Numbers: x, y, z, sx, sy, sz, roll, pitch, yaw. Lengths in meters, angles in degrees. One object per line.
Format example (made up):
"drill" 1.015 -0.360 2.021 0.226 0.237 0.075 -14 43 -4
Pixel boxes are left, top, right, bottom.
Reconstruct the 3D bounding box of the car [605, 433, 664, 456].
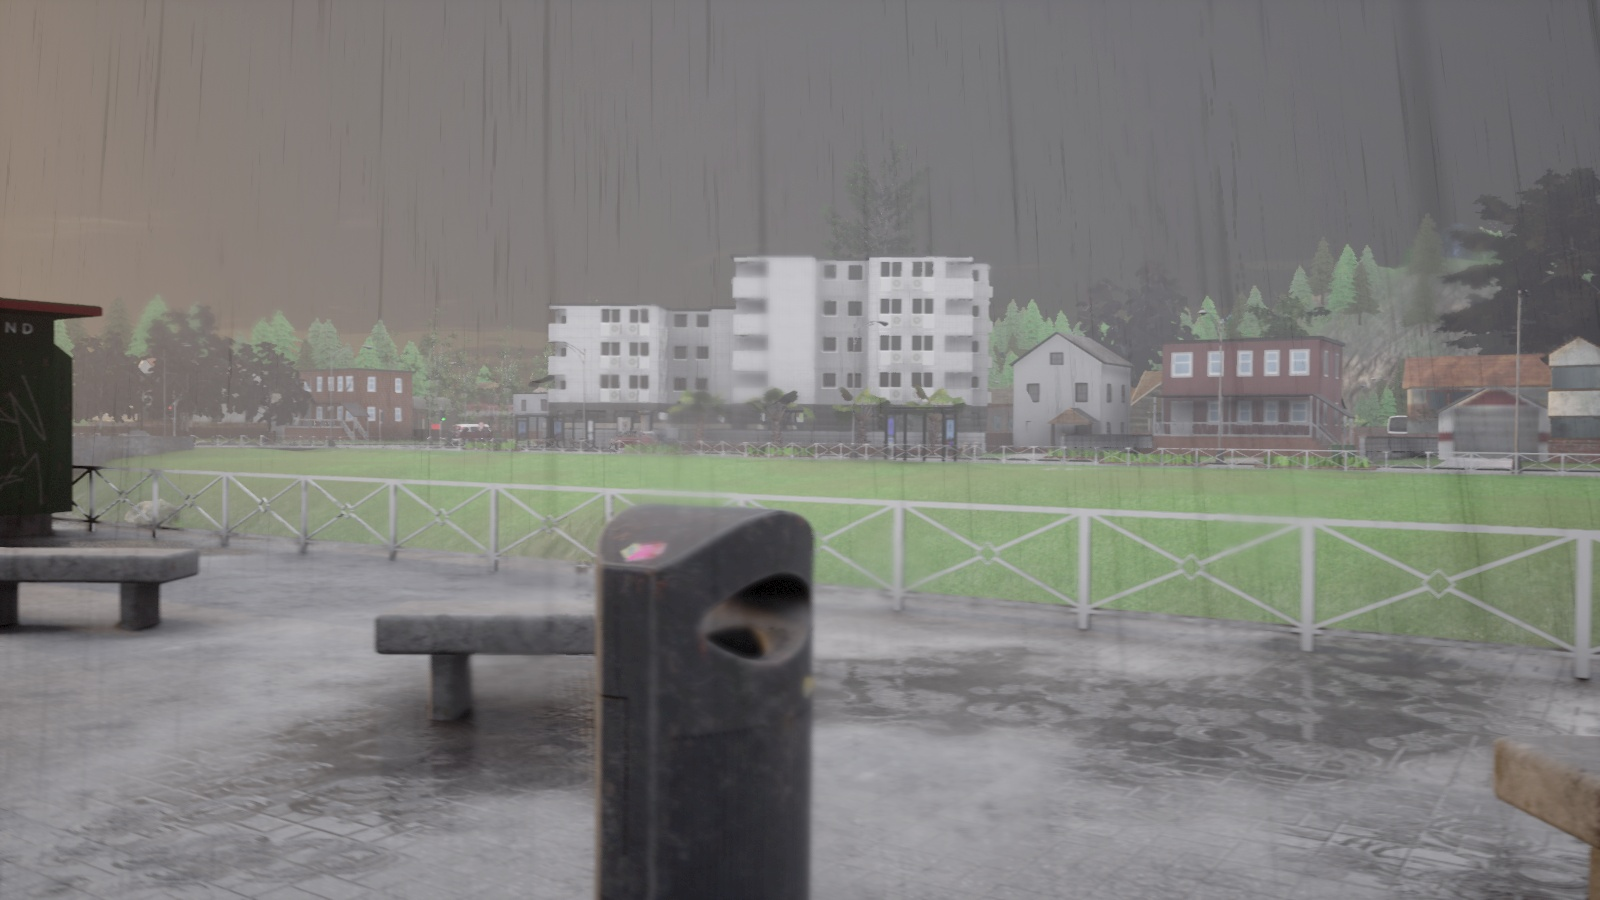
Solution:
"car" -11.304 -0.359 85.810 3.705 1.549 1.789 0 1 34
